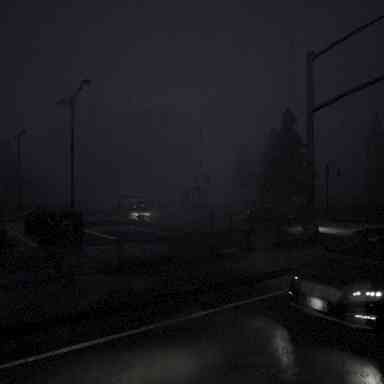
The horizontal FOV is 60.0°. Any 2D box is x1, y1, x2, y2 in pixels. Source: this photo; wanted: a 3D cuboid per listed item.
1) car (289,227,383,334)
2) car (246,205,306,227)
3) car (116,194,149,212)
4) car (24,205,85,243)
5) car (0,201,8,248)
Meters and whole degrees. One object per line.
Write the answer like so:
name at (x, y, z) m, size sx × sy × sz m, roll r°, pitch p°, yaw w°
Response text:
car at (3.989, 1.491, 6.605) m, size 4.902 × 1.511 × 2.128 m, roll 0°, pitch 0°, yaw -34°
car at (5.688, 1.564, 22.679) m, size 1.994 × 1.385 × 4.181 m, roll 0°, pitch 0°, yaw -36°
car at (-7.244, 1.222, 40.201) m, size 2.150 × 2.045 × 5.566 m, roll 0°, pitch 0°, yaw -36°
car at (-6.392, 1.340, 15.297) m, size 2.007 × 1.523 × 4.514 m, roll 0°, pitch 0°, yaw -36°
car at (-8.901, 1.331, 13.414) m, size 2.152 × 1.636 × 5.027 m, roll 0°, pitch 0°, yaw -36°
